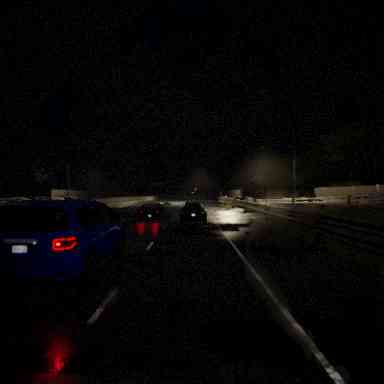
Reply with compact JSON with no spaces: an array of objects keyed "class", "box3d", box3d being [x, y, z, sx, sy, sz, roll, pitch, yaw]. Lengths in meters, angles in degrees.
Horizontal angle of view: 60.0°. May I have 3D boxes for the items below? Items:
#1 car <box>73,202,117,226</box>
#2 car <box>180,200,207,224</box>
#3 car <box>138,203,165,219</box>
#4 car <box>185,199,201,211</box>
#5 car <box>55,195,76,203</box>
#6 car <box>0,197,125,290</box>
[{"class":"car","box3d":[-6.906,1.544,24.177,1.812,1.442,4.674,0,0,0]},{"class":"car","box3d":[0.094,1.584,25.378,1.994,1.385,4.181,0,0,0]},{"class":"car","box3d":[-3.407,1.627,29.036,1.895,1.301,4.718,0,0,0]},{"class":"car","box3d":[0.090,1.656,42.580,1.895,1.301,4.718,0,0,0]},{"class":"car","box3d":[-24.516,1.317,64.500,2.128,1.511,4.902,0,0,0]},{"class":"car","box3d":[-3.403,1.225,9.263,2.150,2.045,5.566,0,0,0]}]
